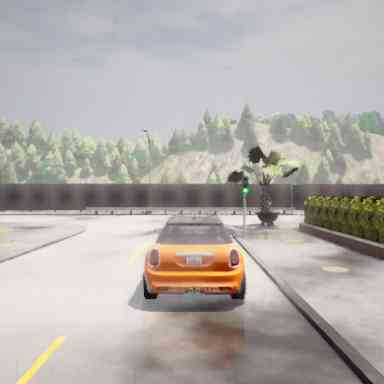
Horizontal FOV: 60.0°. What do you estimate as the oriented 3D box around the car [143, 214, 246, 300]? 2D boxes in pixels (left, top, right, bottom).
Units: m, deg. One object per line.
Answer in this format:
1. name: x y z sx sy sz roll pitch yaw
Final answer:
1. car: 0.064 1.360 8.593 2.097 1.767 4.553 0 0 1
